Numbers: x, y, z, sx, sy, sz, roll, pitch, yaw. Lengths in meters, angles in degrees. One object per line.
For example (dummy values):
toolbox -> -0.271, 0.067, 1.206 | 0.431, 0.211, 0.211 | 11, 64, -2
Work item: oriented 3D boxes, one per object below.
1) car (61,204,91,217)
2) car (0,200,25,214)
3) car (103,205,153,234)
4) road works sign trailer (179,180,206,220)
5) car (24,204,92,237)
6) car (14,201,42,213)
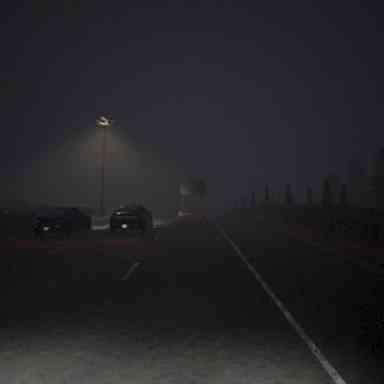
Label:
car -> -14.093, 2.282, 40.668 | 1.882, 1.535, 5.008 | 0, -4, 0
car -> -21.091, 1.870, 38.601 | 2.150, 2.045, 5.566 | 0, -4, 0
car -> -3.401, 1.502, 19.184 | 2.128, 1.511, 4.902 | 0, 0, 0
road works sign trailer -> 0.058, 0.667, 30.253 | 2.380, 3.560, 2.880 | 0, -2, 3
car -> -6.901, 1.535, 18.035 | 1.812, 1.442, 4.674 | 0, 0, 0
car -> -17.592, 2.091, 37.665 | 1.837, 1.490, 4.892 | 0, -4, 0
